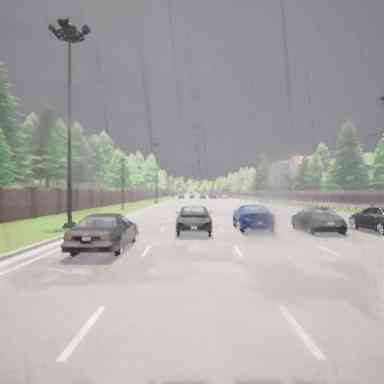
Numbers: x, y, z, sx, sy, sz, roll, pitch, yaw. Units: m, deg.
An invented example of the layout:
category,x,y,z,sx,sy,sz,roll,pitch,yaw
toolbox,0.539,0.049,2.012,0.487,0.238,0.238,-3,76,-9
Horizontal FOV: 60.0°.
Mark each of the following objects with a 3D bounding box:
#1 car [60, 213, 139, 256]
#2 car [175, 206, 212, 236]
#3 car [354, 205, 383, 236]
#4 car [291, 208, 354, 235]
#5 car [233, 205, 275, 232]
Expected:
category,x,y,z,sx,sy,sz,roll,pitch,yaw
car,-3.398,1.557,13.195,2.033,1.411,5.357,0,0,0
car,0.103,1.505,18.480,2.128,1.511,4.902,0,0,0
car,10.604,1.519,18.543,1.837,1.490,4.892,0,0,0
car,7.103,1.578,18.991,1.994,1.385,4.181,0,0,0
car,3.604,1.493,20.055,1.882,1.535,5.008,0,0,0
